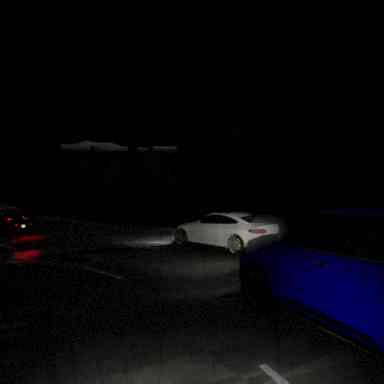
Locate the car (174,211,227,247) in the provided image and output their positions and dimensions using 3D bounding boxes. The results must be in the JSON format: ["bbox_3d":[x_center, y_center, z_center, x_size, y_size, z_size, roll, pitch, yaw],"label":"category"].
[{"bbox_3d":[1.271,1.458,12.971,1.812,1.442,4.674,-1,0,-42],"label":"car"}]

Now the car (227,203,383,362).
[{"bbox_3d":[2.721,1.150,4.688,2.150,2.045,5.566,-1,0,-19],"label":"car"}]

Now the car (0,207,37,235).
[{"bbox_3d":[-11.008,1.664,20.193,1.837,1.490,4.892,-2,0,-44],"label":"car"}]
